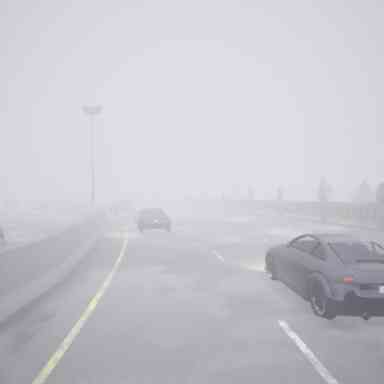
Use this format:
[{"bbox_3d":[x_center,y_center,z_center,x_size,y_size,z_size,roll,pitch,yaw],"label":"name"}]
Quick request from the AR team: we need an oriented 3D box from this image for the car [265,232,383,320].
[{"bbox_3d":[3.100,1.592,7.495,1.994,1.385,4.181,0,0,-4],"label":"car"}]

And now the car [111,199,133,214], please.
[{"bbox_3d":[-8.145,1.609,38.661,2.097,1.767,4.553,0,0,-22],"label":"car"}]

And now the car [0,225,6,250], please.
[{"bbox_3d":[-8.004,1.608,11.177,1.837,1.490,4.892,0,0,-8],"label":"car"}]

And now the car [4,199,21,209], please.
[{"bbox_3d":[-29.178,1.956,54.001,1.837,1.490,4.892,0,0,-36],"label":"car"}]

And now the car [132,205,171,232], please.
[{"bbox_3d":[-2.594,1.698,21.546,1.994,1.385,4.181,0,0,-13],"label":"car"}]

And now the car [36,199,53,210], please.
[{"bbox_3d":[-22.359,1.897,50.262,1.837,1.490,4.892,0,-1,-32],"label":"car"}]
